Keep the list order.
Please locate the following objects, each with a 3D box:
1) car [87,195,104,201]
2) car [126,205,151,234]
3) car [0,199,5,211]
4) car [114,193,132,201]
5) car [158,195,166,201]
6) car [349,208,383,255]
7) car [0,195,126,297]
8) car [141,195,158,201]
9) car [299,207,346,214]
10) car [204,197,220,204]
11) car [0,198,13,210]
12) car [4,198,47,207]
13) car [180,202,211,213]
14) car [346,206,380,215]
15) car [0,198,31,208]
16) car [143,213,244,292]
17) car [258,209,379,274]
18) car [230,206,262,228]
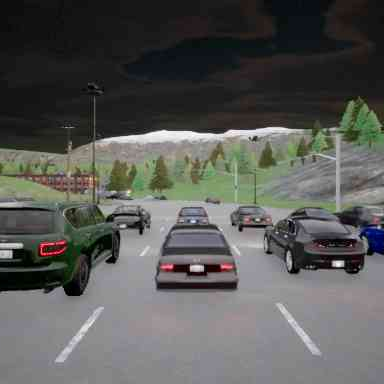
[{"bbox_3d":[-25.862,1.478,89.203,5.008,1.535,1.882,0,0,39],"label":"car"},{"bbox_3d":[-3.468,1.492,19.164,2.128,1.511,4.902,0,0,0],"label":"car"},{"bbox_3d":[-24.973,1.526,39.326,4.674,1.442,1.812,0,0,-1],"label":"car"},{"bbox_3d":[-17.509,1.540,85.941,2.033,1.411,5.357,0,0,-41],"label":"car"},{"bbox_3d":[-8.430,1.500,85.393,1.837,1.490,4.892,0,0,-34],"label":"car"},{"bbox_3d":[7.075,1.478,10.249,1.882,1.535,5.008,0,0,0],"label":"car"},{"bbox_3d":[-3.420,1.221,8.707,2.150,2.045,5.566,0,0,0],"label":"car"},{"bbox_3d":[-10.971,1.524,82.867,1.812,1.442,4.674,0,0,-34],"label":"car"},{"bbox_3d":[7.022,1.564,19.693,1.994,1.385,4.181,0,0,-1],"label":"car"},{"bbox_3d":[3.847,1.564,64.483,1.994,1.385,4.181,0,0,-16],"label":"car"},{"bbox_3d":[-26.257,1.547,42.808,5.357,1.411,2.033,0,0,-1],"label":"car"},{"bbox_3d":[-24.924,1.547,49.829,5.357,1.411,2.033,0,0,-1],"label":"car"},{"bbox_3d":[0.037,1.548,19.449,2.033,1.411,5.357,0,0,-1],"label":"car"},{"bbox_3d":[10.514,1.548,20.413,2.033,1.411,5.357,0,0,-1],"label":"car"},{"bbox_3d":[-25.212,1.526,46.324,4.674,1.442,1.812,0,0,-1],"label":"car"},{"bbox_3d":[0.082,1.548,9.057,2.033,1.411,5.357,0,0,0],"label":"car"},{"bbox_3d":[3.576,1.505,10.545,1.837,1.490,4.892,0,0,0],"label":"car"},{"bbox_3d":[3.512,1.548,20.462,2.033,1.411,5.357,0,0,-1],"label":"car"}]
